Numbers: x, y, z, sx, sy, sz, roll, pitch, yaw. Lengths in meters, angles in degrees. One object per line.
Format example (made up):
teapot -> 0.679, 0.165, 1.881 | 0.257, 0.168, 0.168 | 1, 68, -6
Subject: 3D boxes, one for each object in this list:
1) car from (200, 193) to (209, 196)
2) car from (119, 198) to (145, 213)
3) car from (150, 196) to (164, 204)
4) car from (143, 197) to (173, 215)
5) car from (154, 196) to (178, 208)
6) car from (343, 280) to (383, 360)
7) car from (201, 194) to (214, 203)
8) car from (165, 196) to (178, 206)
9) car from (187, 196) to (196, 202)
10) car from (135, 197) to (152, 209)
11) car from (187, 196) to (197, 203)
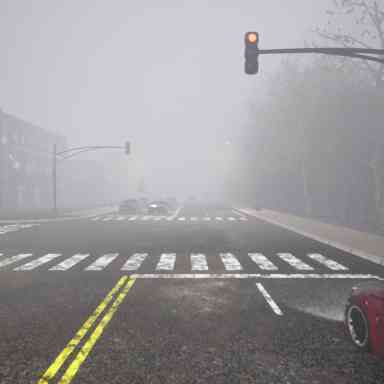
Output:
car -> 3.113, 1.194, 76.267 | 2.150, 2.045, 5.566 | 0, 0, 0
car -> -6.668, 1.466, 36.335 | 1.882, 1.535, 5.008 | 0, 0, 0
car -> -6.662, 1.467, 63.792 | 2.128, 1.511, 4.902 | 0, 0, 0
car -> -3.414, 1.537, 34.425 | 2.033, 1.411, 5.357 | 0, 0, 0
car -> -3.427, 1.477, 44.037 | 2.128, 1.511, 4.902 | 0, 0, 0
car -> 3.346, 1.563, 3.502 | 1.994, 1.385, 4.181 | 0, 0, 0
car -> 3.226, 1.576, 66.084 | 1.895, 1.301, 4.718 | 0, 0, 0
car -> -3.441, 1.458, 55.625 | 1.882, 1.535, 5.008 | 0, 0, 0
car -> -0.140, 1.564, 77.243 | 1.895, 1.301, 4.718 | 0, 0, 0
car -> -6.685, 1.510, 46.217 | 1.812, 1.442, 4.674 | 0, 0, 0
car -> -0.021, 1.452, 66.960 | 1.882, 1.535, 5.008 | 0, 0, 0
